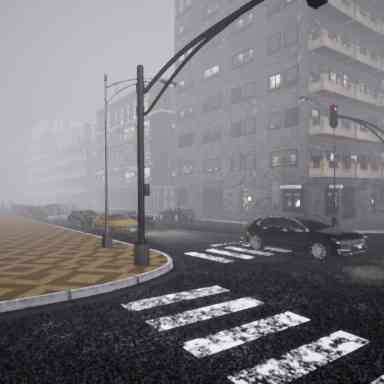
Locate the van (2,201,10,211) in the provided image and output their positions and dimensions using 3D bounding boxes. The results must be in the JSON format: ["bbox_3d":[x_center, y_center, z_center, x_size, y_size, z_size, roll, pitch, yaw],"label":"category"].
[{"bbox_3d":[-31.665,2.432,57.355,1.690,1.788,3.998,-2,0,-36],"label":"van"}]

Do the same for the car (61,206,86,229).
[{"bbox_3d":[-8.227,2.001,25.460,1.947,1.339,4.313,-2,0,-36],"label":"car"}]

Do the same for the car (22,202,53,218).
[{"bbox_3d":[-18.269,2.261,39.129,1.887,1.381,4.507,-2,0,-36],"label":"car"}]

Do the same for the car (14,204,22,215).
[{"bbox_3d":[-21.615,2.392,43.685,1.802,1.307,4.206,-2,0,-36],"label":"car"}]

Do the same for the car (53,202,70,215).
[{"bbox_3d":[-17.607,2.242,42.683,1.837,1.490,4.892,-1,-1,-36],"label":"car"}]

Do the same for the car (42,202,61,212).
[{"bbox_3d":[-23.833,2.517,56.511,1.994,1.385,4.181,-1,-1,-37],"label":"car"}]

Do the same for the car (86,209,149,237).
[{"bbox_3d":[-4.781,1.865,20.767,1.752,1.417,4.829,-2,0,-36],"label":"car"}]

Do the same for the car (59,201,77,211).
[{"bbox_3d":[-21.562,2.366,57.761,1.967,1.590,4.097,-2,0,-36],"label":"car"}]

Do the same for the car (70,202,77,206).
[{"bbox_3d":[-17.918,2.388,48.453,1.895,1.301,4.718,-1,-1,-36],"label":"car"}]

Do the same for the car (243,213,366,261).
[{"bbox_3d":[4.144,1.633,13.014,1.837,1.490,4.892,-1,-1,-36],"label":"car"}]

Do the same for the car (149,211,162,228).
[{"bbox_3d":[-4.491,1.968,24.770,1.895,1.301,4.718,-1,-1,-36],"label":"car"}]

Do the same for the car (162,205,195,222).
[{"bbox_3d":[-1.475,1.915,30.422,2.008,1.369,4.403,-2,0,-36],"label":"car"}]

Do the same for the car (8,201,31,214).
[{"bbox_3d":[-24.964,2.448,48.242,1.887,1.381,4.507,-2,0,-36],"label":"car"}]

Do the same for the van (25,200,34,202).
[{"bbox_3d":[-41.649,2.830,85.100,1.690,1.788,3.998,-2,0,-36],"label":"van"}]
